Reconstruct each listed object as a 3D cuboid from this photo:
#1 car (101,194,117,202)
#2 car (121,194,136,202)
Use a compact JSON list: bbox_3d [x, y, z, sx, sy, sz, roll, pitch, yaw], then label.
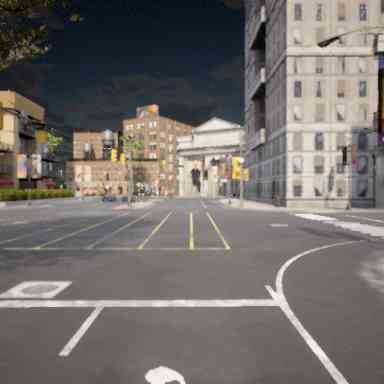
[{"bbox_3d":[-15.013,1.114,60.423,2.033,1.411,5.357,0,0,1],"label":"car"},{"bbox_3d":[-11.513,1.114,60.423,2.033,1.411,5.357,0,0,1],"label":"car"}]
